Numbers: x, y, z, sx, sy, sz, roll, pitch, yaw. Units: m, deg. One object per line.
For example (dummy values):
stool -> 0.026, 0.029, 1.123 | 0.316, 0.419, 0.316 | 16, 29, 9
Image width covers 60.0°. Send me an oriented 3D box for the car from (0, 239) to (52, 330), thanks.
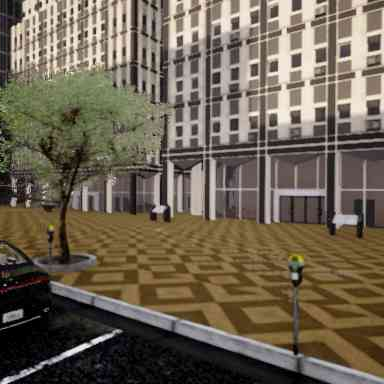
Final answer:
car -> -4.265, 1.473, 5.921 | 4.403, 1.369, 2.008 | 1, 0, 35
